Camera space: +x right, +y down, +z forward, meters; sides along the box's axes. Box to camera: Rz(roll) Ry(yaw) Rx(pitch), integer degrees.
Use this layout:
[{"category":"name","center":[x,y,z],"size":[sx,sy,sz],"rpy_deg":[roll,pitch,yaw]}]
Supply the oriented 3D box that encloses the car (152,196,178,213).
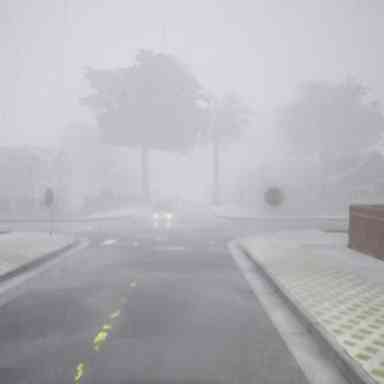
[{"category":"car","center":[-2.776,1.385,32.845],"size":[1.994,1.385,4.181],"rpy_deg":[0,1,0]}]

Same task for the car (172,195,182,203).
[{"category":"car","center":[-2.791,1.170,57.655],"size":[1.812,1.442,4.674],"rpy_deg":[0,0,0]}]
